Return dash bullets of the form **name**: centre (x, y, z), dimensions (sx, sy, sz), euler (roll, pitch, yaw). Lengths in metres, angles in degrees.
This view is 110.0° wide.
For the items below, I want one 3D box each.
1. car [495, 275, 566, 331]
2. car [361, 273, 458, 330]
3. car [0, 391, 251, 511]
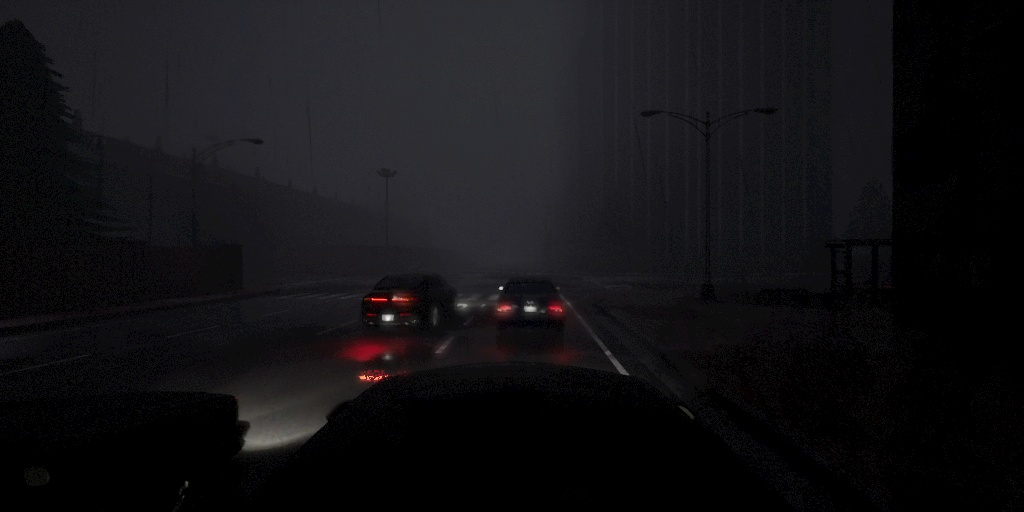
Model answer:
- **car**: centre (0.542, 1.299, 10.965), dimensions (2.033, 1.411, 5.357), euler (0, 0, 2)
- **car**: centre (-2.934, 1.256, 11.154), dimensions (1.837, 1.490, 4.892), euler (0, 0, 2)
- **car**: centre (-3.247, 1.297, 0.742), dimensions (2.033, 1.411, 5.357), euler (0, 0, -1)
